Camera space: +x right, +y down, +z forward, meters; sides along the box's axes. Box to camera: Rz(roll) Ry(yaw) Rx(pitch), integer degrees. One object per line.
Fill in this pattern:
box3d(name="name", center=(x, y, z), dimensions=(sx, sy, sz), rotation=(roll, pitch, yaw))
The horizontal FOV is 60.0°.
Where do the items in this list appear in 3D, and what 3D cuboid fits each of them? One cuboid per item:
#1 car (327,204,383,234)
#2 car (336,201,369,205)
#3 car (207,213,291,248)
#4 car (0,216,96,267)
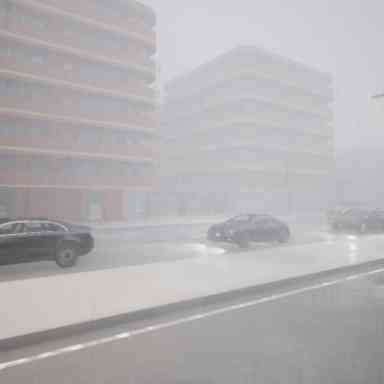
box3d(name="car", center=(11.043, 1.795, 21.683), dimensions=(4.892, 1.490, 1.837), rotation=(1, 0, -36))
box3d(name="car", center=(13.017, 1.429, 27.283), dimensions=(4.553, 1.767, 2.097), rotation=(1, -1, -36))
box3d(name="car", center=(2.753, 1.717, 15.773), dimensions=(4.181, 1.385, 1.994), rotation=(1, -1, -36))
box3d(name="car", center=(-5.396, 1.508, 9.960), dimensions=(4.902, 1.511, 2.128), rotation=(1, -1, -35))
